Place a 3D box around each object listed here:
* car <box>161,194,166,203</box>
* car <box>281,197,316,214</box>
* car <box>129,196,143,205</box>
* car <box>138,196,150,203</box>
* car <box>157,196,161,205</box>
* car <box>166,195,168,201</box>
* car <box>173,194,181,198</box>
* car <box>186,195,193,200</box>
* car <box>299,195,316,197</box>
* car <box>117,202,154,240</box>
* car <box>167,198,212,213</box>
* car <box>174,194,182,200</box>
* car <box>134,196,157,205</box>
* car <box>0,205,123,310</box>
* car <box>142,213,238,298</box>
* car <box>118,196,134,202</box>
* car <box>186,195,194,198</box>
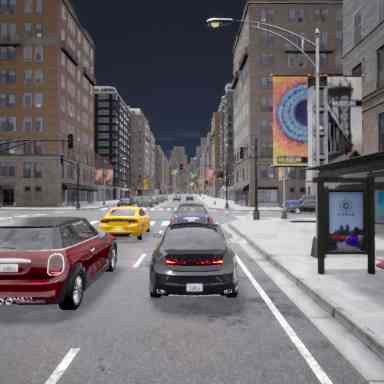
[{"bbox_3d":[-6.980,1.578,68.951,1.994,1.385,4.181,0,0,0],"label":"car"},{"bbox_3d":[12.504,1.593,35.822,4.892,1.490,1.837,0,-1,-1],"label":"car"},{"bbox_3d":[-10.243,1.528,61.333,1.837,1.490,4.892,0,0,0],"label":"car"},{"bbox_3d":[-10.248,1.618,71.425,1.895,1.301,4.718,0,0,0],"label":"car"},{"bbox_3d":[-6.996,1.548,58.942,1.812,1.442,4.674,0,0,0],"label":"car"},{"bbox_3d":[-7.077,1.366,83.236,2.097,1.767,4.553,0,0,0],"label":"car"},{"bbox_3d":[-3.819,1.607,82.034,1.895,1.301,4.718,0,0,0],"label":"car"},{"bbox_3d":[-0.637,1.439,92.058,1.895,1.301,4.718,0,0,0],"label":"car"},{"bbox_3d":[13.398,1.355,39.084,5.566,2.045,2.150,0,-1,-1],"label":"car"},{"bbox_3d":[-3.282,1.485,17.088,1.882,1.535,5.008,0,0,-1],"label":"car"},{"bbox_3d":[-0.036,1.360,17.467,2.097,1.767,4.553,0,0,0],"label":"car"},{"bbox_3d":[-3.887,1.369,92.006,2.128,1.511,4.902,0,0,0],"label":"car"},{"bbox_3d":[-6.949,1.373,50.367,2.097,1.767,4.553,0,0,0],"label":"car"},{"bbox_3d":[-3.221,1.355,7.960,2.097,1.767,4.553,0,0,-1],"label":"car"},{"bbox_3d":[0.023,1.508,8.531,1.837,1.490,4.892,0,0,-1],"label":"car"},{"bbox_3d":[-10.206,1.585,51.393,1.994,1.385,4.181,0,0,0],"label":"car"},{"bbox_3d":[-0.566,1.489,81.609,1.882,1.535,5.008,0,0,0],"label":"car"}]
